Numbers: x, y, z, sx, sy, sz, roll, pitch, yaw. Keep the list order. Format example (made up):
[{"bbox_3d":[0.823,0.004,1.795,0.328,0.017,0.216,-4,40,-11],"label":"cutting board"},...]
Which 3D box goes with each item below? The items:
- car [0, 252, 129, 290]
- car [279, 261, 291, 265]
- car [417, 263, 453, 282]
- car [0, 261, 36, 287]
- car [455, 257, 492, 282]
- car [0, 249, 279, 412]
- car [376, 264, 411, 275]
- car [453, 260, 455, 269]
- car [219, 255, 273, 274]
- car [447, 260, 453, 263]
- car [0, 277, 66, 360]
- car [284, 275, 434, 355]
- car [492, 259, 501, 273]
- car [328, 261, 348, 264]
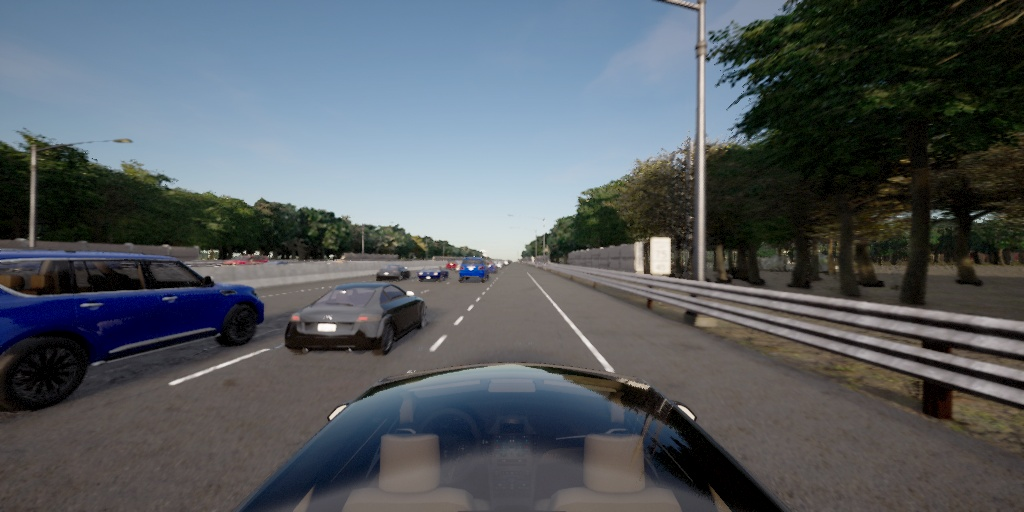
[{"bbox_3d":[-27.902,0.830,22.300,2.150,2.045,5.566,1,-1,1],"label":"car"},{"bbox_3d":[-24.256,1.277,36.742,1.812,1.442,4.674,1,0,1],"label":"car"},{"bbox_3d":[-6.741,1.492,31.276,1.895,1.301,4.718,1,0,1],"label":"car"},{"bbox_3d":[-31.423,1.063,20.502,1.837,1.490,4.892,1,-1,1],"label":"car"},{"bbox_3d":[-3.238,1.149,31.284,2.150,2.045,5.566,1,0,1],"label":"car"},{"bbox_3d":[-6.975,0.930,6.131,2.150,2.045,5.566,1,0,1],"label":"car"},{"bbox_3d":[-10.241,1.419,31.287,1.994,1.385,4.181,1,0,1],"label":"car"},{"bbox_3d":[-6.569,1.570,49.323,1.812,1.442,4.674,1,-1,1],"label":"car"},{"bbox_3d":[-31.143,0.947,42.257,2.150,2.045,5.566,1,-1,1],"label":"car"},{"bbox_3d":[-9.955,1.482,61.306,2.097,1.767,4.553,1,-1,1],"label":"car"},{"bbox_3d":[-10.486,1.172,5.216,1.837,1.490,4.892,1,0,1],"label":"car"},{"bbox_3d":[-3.455,1.328,8.736,1.994,1.385,4.181,1,0,1],"label":"car"},{"bbox_3d":[-3.069,1.431,49.233,2.097,1.767,4.553,1,-1,1],"label":"car"},{"bbox_3d":[-20.657,1.314,42.480,1.882,1.535,5.008,1,-1,1],"label":"car"}]
